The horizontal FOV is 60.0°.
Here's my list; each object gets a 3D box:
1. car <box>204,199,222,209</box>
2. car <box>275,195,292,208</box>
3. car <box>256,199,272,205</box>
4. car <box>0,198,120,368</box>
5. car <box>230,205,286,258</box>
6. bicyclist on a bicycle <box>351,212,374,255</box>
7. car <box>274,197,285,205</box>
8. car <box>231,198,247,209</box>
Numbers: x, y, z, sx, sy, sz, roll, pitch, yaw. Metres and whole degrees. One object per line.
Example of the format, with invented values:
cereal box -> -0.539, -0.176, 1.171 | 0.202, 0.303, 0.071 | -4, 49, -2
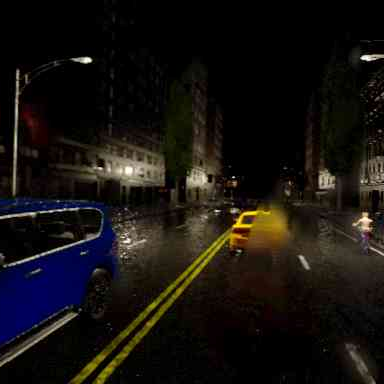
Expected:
car -> 2.942, 1.571, 45.246 | 1.895, 1.301, 4.718 | 2, 0, 13
car -> 15.240, 1.526, 54.763 | 2.150, 2.045, 5.566 | 2, 0, 13
car -> 9.287, 1.641, 42.996 | 1.882, 1.535, 5.008 | 2, 0, 13
car -> -2.863, 1.126, 4.259 | 2.150, 2.045, 5.566 | 2, 0, 13
car -> 2.655, 1.524, 13.212 | 1.882, 1.535, 5.008 | 2, 0, 13
bicyclist on a bicycle -> 6.847, 1.607, 13.262 | 0.866, 1.612, 1.509 | 2, 0, 12
car -> 19.064, 1.894, 72.429 | 2.128, 1.511, 4.902 | 2, 0, 13
car -> 6.664, 1.553, 46.976 | 1.882, 1.535, 5.008 | 2, 0, 13
